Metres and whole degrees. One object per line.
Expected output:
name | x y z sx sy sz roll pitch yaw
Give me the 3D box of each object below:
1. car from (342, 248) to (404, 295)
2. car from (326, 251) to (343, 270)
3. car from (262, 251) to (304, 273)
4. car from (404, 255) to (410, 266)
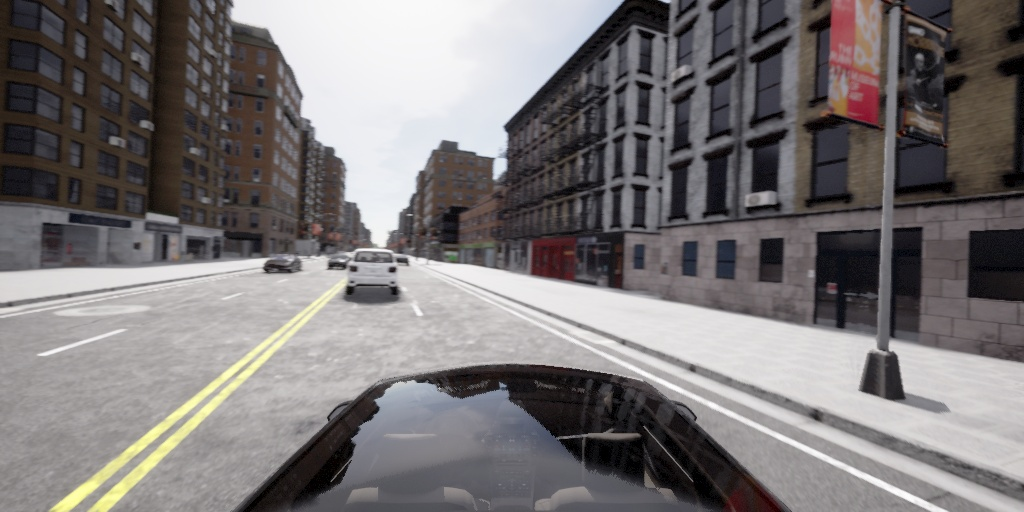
car | -6.737 0.683 17.537 2.150 2.045 5.566 3 0 -20
car | -16.770 0.535 34.932 1.837 1.490 4.892 2 0 -20
car | -17.698 0.536 27.981 2.033 1.411 5.357 3 0 -20
car | -15.898 0.578 52.002 1.837 1.490 4.892 2 0 -20
